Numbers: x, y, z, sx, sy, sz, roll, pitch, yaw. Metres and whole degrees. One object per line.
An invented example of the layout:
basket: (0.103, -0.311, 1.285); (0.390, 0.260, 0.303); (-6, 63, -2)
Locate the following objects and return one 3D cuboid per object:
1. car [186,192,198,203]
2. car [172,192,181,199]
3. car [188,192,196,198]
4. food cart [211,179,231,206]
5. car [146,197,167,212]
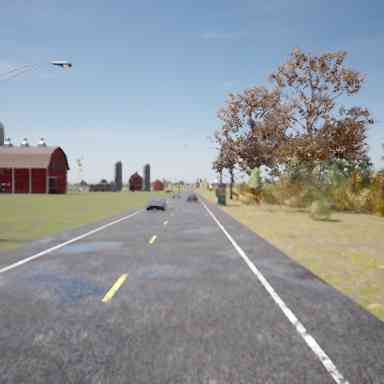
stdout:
car: (0.013, 1.008, 56.882); (2.128, 1.511, 4.902); (0, 1, 0)
car: (-3.487, 0.764, 75.349); (2.033, 1.411, 5.357); (0, 1, 0)
car: (0.014, 0.660, 78.809); (1.812, 1.442, 4.674); (0, 1, 0)
food cart: (4.027, 0.068, 46.861); (2.280, 3.560, 4.660); (1, 1, 0)
car: (-3.586, 1.256, 34.482); (2.033, 1.411, 5.357); (0, 0, 0)
